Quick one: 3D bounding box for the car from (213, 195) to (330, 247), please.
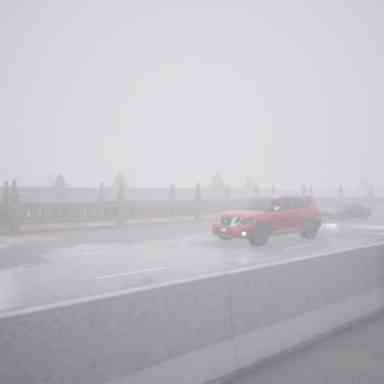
[{"bbox_3d":[3.539,1.158,15.043,5.566,2.045,2.150,0,0,-35],"label":"car"}]

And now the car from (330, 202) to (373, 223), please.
[{"bbox_3d":[11.366,1.431,24.824,5.357,1.411,2.033,0,0,-35],"label":"car"}]
